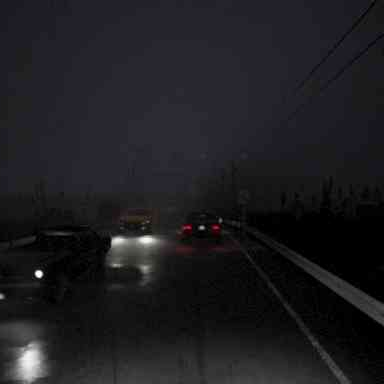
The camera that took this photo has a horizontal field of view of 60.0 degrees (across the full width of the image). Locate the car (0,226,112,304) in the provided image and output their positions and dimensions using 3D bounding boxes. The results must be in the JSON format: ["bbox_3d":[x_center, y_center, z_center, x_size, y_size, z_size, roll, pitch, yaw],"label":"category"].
[{"bbox_3d":[-3.462,1.564,8.191,1.895,1.301,4.718,0,0,1],"label":"car"}]

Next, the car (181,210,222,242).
[{"bbox_3d":[0.410,1.638,16.638,2.033,1.411,5.357,0,-2,0],"label":"car"}]

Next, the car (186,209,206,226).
[{"bbox_3d":[0.352,2.415,31.664,1.812,1.442,4.674,0,-5,0],"label":"car"}]

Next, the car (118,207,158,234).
[{"bbox_3d":[-3.256,1.694,20.695,1.882,1.535,5.008,0,-2,0],"label":"car"}]
